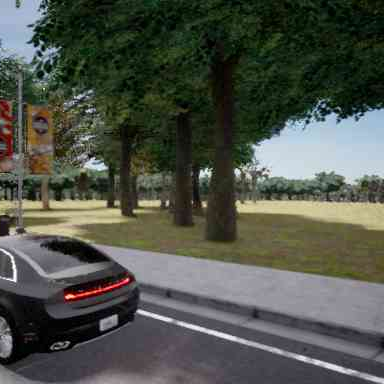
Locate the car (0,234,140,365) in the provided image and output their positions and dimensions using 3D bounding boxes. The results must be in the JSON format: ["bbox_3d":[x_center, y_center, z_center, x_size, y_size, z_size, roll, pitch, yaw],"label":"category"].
[{"bbox_3d":[-3.087,1.515,5.890,4.892,1.490,1.837,0,0,36],"label":"car"}]
